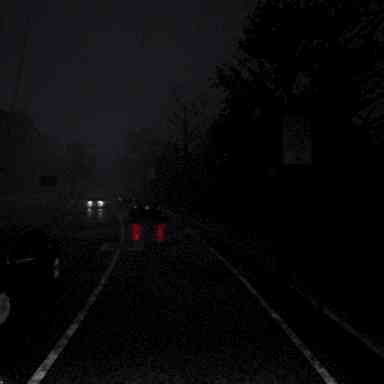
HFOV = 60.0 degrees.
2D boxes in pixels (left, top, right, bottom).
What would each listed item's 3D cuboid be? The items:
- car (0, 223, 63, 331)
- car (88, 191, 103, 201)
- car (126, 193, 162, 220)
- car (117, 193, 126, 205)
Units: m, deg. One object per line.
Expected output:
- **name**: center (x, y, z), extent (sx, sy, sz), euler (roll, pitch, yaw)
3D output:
- **car**: center (-4.086, 1.479, 6.733), extent (1.837, 1.490, 4.892), euler (0, 1, -6)
- **car**: center (-13.924, 0.524, 48.077), extent (1.812, 1.442, 4.674), euler (1, 1, -16)
- **car**: center (-3.587, 1.067, 24.889), extent (2.097, 1.767, 4.553), euler (1, 1, -14)
- **car**: center (-8.319, 0.805, 41.968), extent (2.033, 1.411, 5.357), euler (1, 1, -16)
